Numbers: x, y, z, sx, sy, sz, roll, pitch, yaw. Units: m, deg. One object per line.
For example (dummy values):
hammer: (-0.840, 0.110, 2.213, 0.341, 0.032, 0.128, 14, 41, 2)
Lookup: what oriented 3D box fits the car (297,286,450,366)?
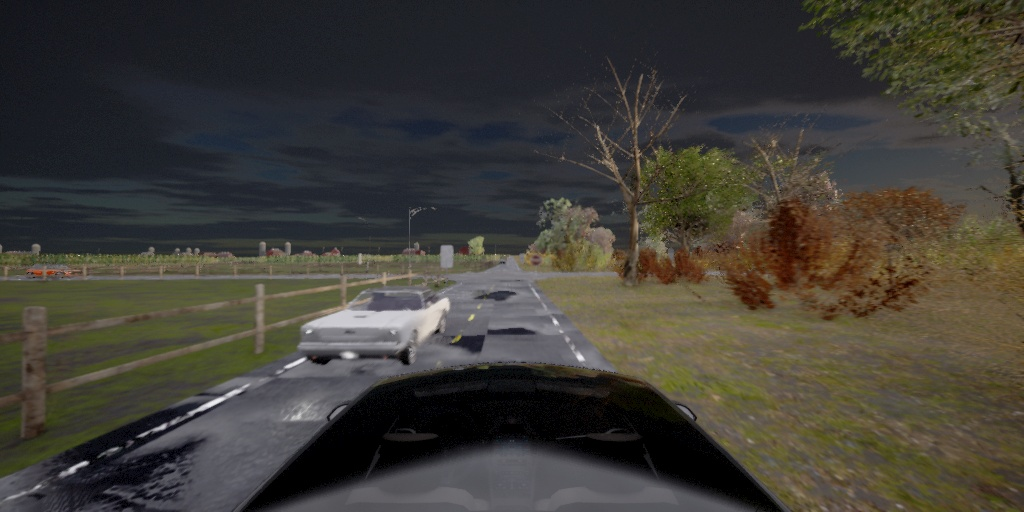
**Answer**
car: (-2.749, 1.401, 8.274, 1.895, 1.301, 4.718, 0, -1, 0)
